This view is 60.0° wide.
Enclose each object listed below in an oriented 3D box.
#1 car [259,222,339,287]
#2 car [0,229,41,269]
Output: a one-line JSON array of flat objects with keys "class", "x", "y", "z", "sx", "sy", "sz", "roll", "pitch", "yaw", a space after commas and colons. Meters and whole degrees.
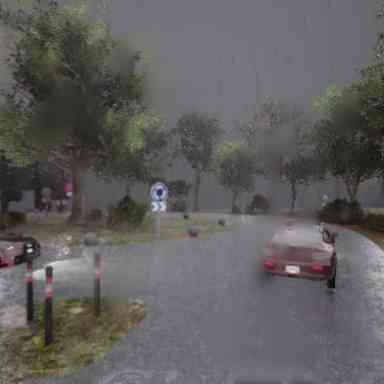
[{"class": "car", "x": 3.161, "y": 1.581, "z": 9.601, "sx": 1.812, "sy": 1.442, "sz": 4.674, "roll": 0, "pitch": 0, "yaw": 23}, {"class": "car", "x": -6.853, "y": 1.579, "z": 10.016, "sx": 4.181, "sy": 1.385, "sz": 1.994, "roll": 0, "pitch": 0, "yaw": 0}]
